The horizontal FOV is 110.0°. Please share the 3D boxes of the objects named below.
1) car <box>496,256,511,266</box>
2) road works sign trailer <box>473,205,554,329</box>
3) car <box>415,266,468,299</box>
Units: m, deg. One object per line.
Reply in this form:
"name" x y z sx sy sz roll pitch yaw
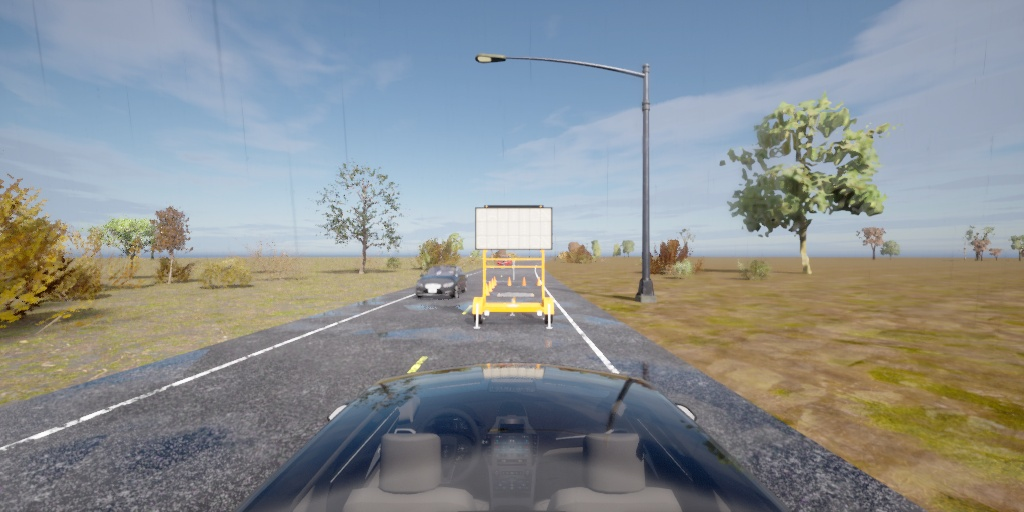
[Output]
"car" -1.342 0.960 61.417 2.150 2.045 5.566 0 0 5
"road works sign trailer" 0.057 0.213 11.270 2.380 3.560 2.880 0 0 1
"car" -3.390 1.240 17.987 2.128 1.511 4.902 0 0 1
